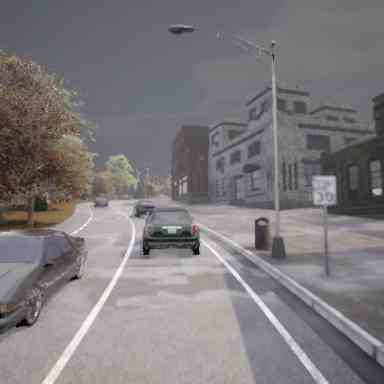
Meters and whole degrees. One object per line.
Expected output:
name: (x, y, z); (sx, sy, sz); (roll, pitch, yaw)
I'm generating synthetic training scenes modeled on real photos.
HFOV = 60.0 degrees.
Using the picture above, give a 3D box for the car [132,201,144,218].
car: (-4.580, 1.618, 31.997); (1.837, 1.490, 4.892); (1, 0, -15)

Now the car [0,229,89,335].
car: (-3.682, 1.565, 7.227); (2.033, 1.411, 5.357); (0, 0, -4)

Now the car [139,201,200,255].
car: (-0.940, 1.406, 13.814); (2.097, 1.767, 4.553); (0, 0, -6)

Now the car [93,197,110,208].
car: (-12.982, 1.483, 47.604); (1.837, 1.490, 4.892); (1, 0, -18)
